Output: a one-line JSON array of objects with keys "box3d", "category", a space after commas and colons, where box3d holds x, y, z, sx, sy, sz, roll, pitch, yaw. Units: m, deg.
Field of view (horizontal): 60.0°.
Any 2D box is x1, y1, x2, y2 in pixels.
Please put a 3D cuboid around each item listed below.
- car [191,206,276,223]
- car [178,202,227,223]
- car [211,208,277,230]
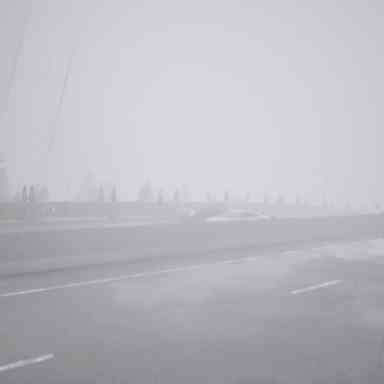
[{"box3d": [2.496, 1.711, 18.706, 4.674, 1.442, 1.812, 1, -1, -36], "category": "car"}, {"box3d": [1.099, 1.593, 26.316, 4.553, 1.767, 2.097, 1, -1, -36], "category": "car"}, {"box3d": [3.778, 1.843, 23.931, 4.718, 1.301, 1.895, 1, -1, -36], "category": "car"}]
